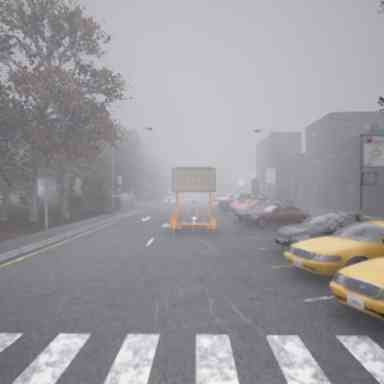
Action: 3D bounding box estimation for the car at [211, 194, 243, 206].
[{"bbox_3d":[5.722,1.302,54.345,4.553,1.767,2.185,1,0,-19],"label":"car"}]

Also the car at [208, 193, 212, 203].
[{"bbox_3d":[5.640,1.169,45.330,5.566,2.045,2.435,1,0,-19],"label":"car"}]

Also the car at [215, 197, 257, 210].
[{"bbox_3d":[5.603,1.450,42.329,4.792,1.488,2.163,1,0,-19],"label":"car"}]

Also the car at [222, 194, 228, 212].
[{"bbox_3d":[5.544,1.302,30.339,4.553,1.767,2.185,1,0,-19],"label":"car"}]

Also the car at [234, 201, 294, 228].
[{"bbox_3d":[5.433,1.480,21.327,4.674,1.452,2.002,1,0,-20],"label":"car"}]

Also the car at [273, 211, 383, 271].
[{"bbox_3d":[5.176,1.460,9.263,5.366,1.575,1.946,1,0,-20],"label":"car"}]

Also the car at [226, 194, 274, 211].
[{"bbox_3d":[5.516,1.305,27.338,4.553,1.767,2.185,1,0,-19],"label":"car"}]

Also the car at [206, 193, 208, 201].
[{"bbox_3d":[5.827,1.441,63.365,5.008,1.535,2.097,1,0,-20],"label":"car"}]

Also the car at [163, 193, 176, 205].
[{"bbox_3d":[-3.671,1.168,57.043,2.150,2.045,5.566,0,0,1],"label":"car"}]

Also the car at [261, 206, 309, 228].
[{"bbox_3d":[5.375,1.460,12.327,4.892,1.521,2.231,1,0,-20],"label":"car"}]

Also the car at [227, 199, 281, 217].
[{"bbox_3d":[5.429,1.464,24.319,4.792,1.488,2.163,1,0,-19],"label":"car"}]

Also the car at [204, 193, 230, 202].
[{"bbox_3d":[5.959,1.215,78.402,5.566,2.045,2.435,1,0,-20],"label":"car"}]

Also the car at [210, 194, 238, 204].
[{"bbox_3d":[5.843,1.311,60.362,4.553,1.767,2.185,1,0,-20],"label":"car"}]

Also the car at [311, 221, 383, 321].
[{"bbox_3d":[5.161,1.466,6.262,5.366,1.575,1.946,1,0,-20],"label":"car"}]

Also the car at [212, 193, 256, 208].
[{"bbox_3d":[5.560,1.171,36.314,5.566,2.045,2.435,1,0,-20],"label":"car"}]

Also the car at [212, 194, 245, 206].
[{"bbox_3d":[5.692,1.299,51.344,4.553,1.767,2.185,1,0,-19],"label":"car"}]

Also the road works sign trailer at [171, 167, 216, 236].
[{"bbox_3d":[0.101,0.425,18.082,2.380,3.560,2.880,0,0,0],"label":"road works sign trailer"}]

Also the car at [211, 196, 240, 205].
[{"bbox_3d":[5.782,1.472,57.353,4.674,1.452,2.002,1,0,-19],"label":"car"}]

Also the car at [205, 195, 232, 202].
[{"bbox_3d":[5.725,1.451,72.310,5.366,1.575,1.946,1,0,-20],"label":"car"}]

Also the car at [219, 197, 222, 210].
[{"bbox_3d":[5.537,1.464,33.336,4.674,1.452,2.002,1,0,-19],"label":"car"}]

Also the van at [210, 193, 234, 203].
[{"bbox_3d":[5.970,1.222,66.409,4.442,1.987,1.878,1,0,-20],"label":"van"}]
